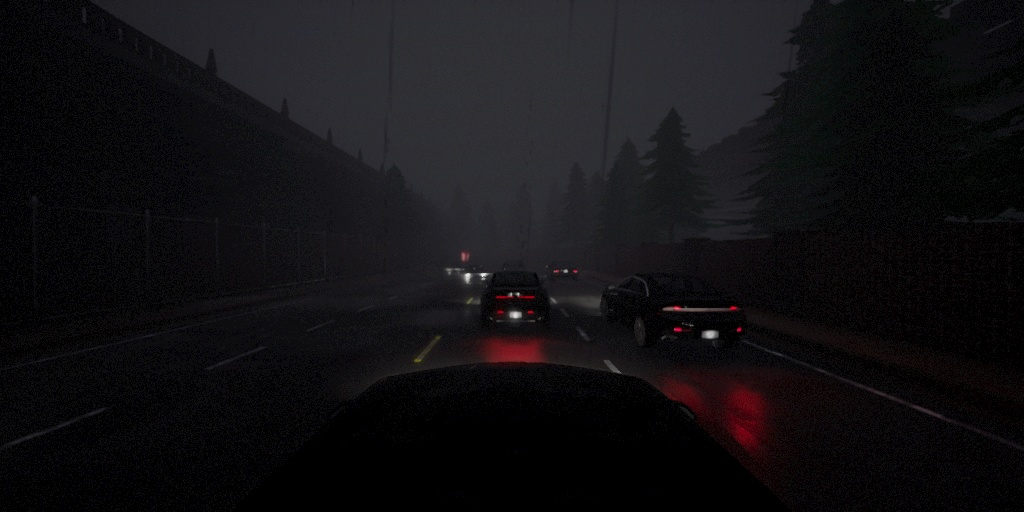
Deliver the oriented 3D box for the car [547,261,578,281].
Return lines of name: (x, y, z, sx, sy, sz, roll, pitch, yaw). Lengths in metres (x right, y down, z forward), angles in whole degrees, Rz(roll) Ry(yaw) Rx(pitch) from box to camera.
car: (3.586, 1.036, 26.239, 2.033, 1.411, 5.357, 0, 1, 0)

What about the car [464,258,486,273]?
car: (-3.609, 0.905, 36.469, 1.812, 1.442, 4.674, 0, 1, -1)

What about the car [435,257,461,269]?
car: (-8.262, 0.828, 45.851, 2.033, 1.411, 5.357, 0, 1, -31)

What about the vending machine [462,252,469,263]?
vending machine: (-8.383, 0.274, 64.756, 0.880, 2.100, 1.100, 0, 0, 24)

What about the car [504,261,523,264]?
car: (0.094, 1.052, 29.720, 1.895, 1.301, 4.718, 0, 1, 0)

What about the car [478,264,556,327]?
car: (0.087, 1.155, 11.119, 1.837, 1.490, 4.892, 0, 1, 0)

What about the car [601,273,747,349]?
car: (3.573, 1.165, 8.859, 2.128, 1.511, 4.902, 0, 1, 0)
